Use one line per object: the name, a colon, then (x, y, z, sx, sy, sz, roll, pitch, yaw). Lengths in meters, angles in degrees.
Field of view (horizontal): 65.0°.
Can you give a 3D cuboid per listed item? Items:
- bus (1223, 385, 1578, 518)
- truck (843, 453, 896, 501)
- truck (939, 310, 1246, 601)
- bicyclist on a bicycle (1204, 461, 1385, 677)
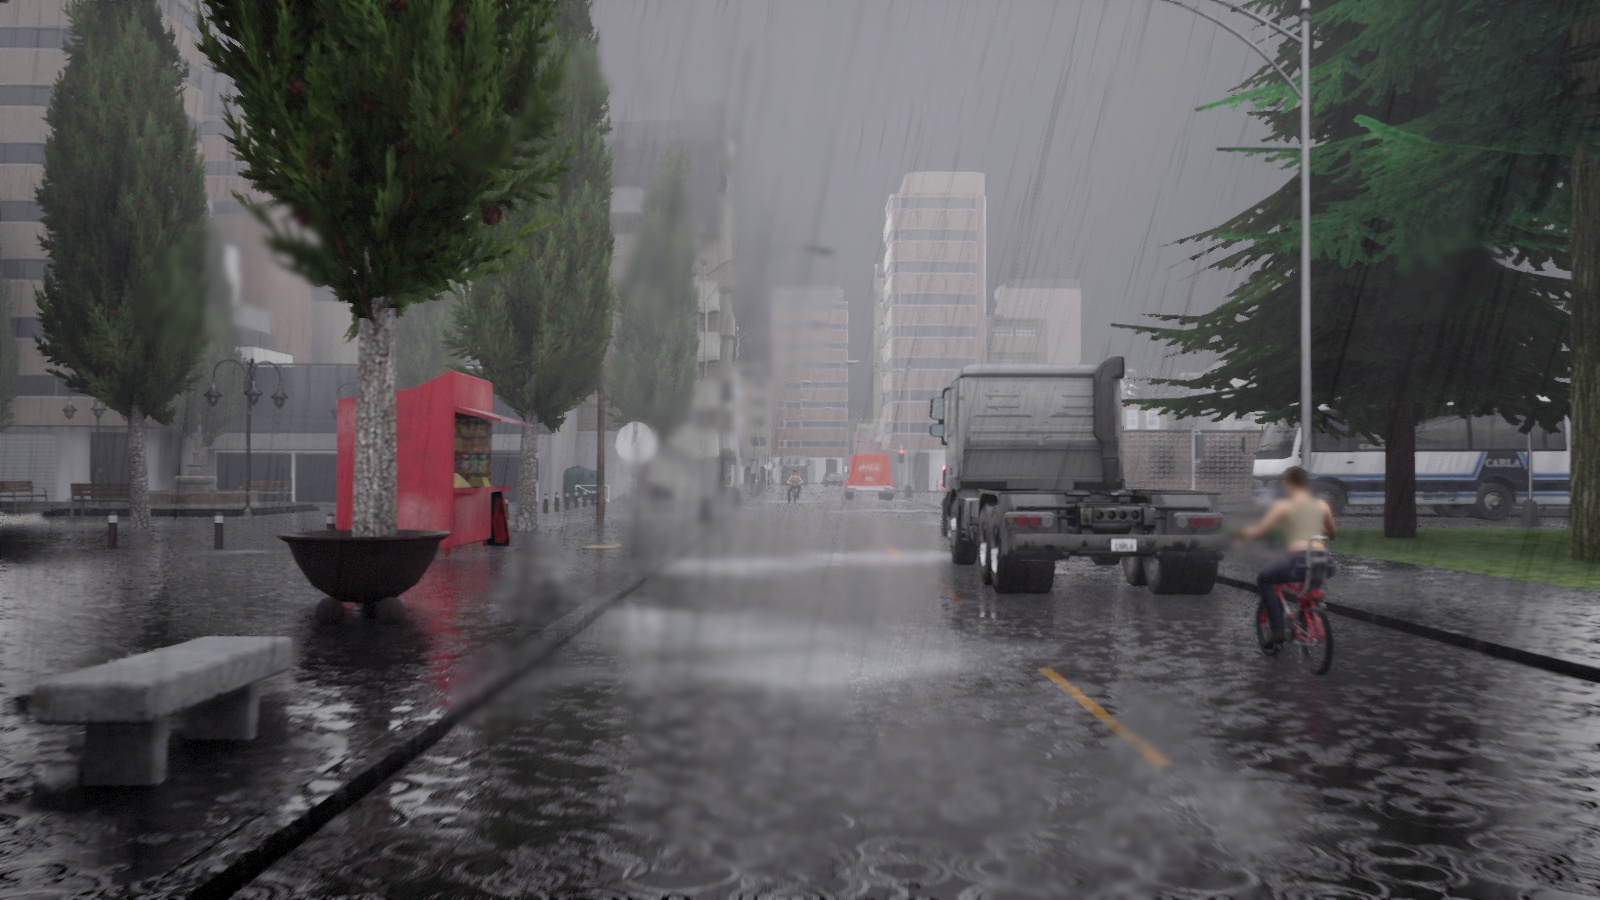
bus: (20.439, 0.081, 43.311, 10.273, 4.253, 3.944, -1, -1, -1)
truck: (3.748, 1.461, 68.609, 2.627, 2.467, 5.204, 0, -1, 0)
truck: (3.916, 0.134, 18.938, 2.891, 3.462, 7.936, 0, -1, 1)
bicyclist on a bicycle: (3.976, 0.906, 10.237, 0.866, 1.612, 1.509, 0, 0, 0)
